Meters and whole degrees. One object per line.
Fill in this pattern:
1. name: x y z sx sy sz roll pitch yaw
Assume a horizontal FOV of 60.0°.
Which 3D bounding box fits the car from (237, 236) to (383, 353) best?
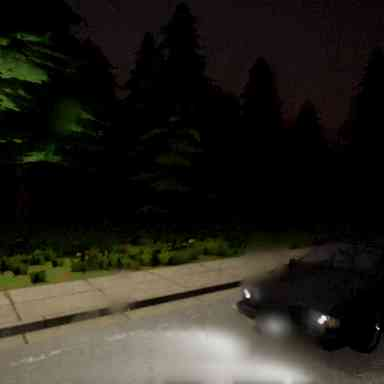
1. car: 3.373 1.600 6.399 5.357 1.411 2.033 1 0 -35
